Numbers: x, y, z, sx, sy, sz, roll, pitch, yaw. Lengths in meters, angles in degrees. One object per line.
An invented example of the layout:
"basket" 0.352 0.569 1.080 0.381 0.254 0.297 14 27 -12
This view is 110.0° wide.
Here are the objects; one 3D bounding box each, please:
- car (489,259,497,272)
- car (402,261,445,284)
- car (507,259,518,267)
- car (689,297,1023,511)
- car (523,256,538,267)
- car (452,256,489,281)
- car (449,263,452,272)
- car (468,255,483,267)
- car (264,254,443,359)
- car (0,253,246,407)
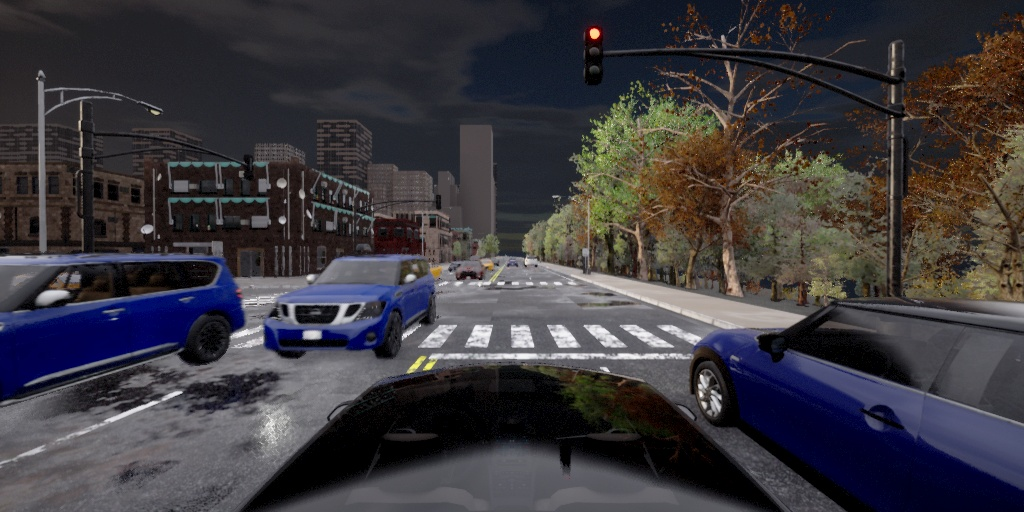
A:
"car" -3.346 1.212 45.687 1.882 1.535 5.008 0 0 0
"car" -6.881 1.220 28.382 1.882 1.535 5.008 0 0 4
"car" 0.100 1.251 64.490 1.812 1.442 4.674 0 0 0
"car" 3.351 1.102 2.833 2.097 1.767 4.553 0 0 0
"car" 3.353 0.947 63.641 2.150 2.045 5.566 0 0 0
"car" -3.351 1.093 29.705 2.097 1.767 4.553 0 0 0
"car" -6.599 1.298 44.678 1.994 1.385 4.181 0 0 0
"car" -6.532 0.948 64.663 2.150 2.045 5.566 0 0 0
"car" -3.351 0.970 8.779 2.150 2.045 5.566 0 0 0
"car" -6.601 0.971 5.116 2.150 2.045 5.566 0 0 0
